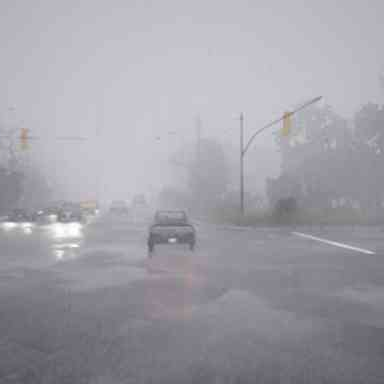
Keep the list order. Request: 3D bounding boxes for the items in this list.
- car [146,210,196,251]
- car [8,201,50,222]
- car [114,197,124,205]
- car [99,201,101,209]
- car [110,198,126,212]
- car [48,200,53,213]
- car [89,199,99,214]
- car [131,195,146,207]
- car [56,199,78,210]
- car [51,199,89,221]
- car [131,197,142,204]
[{"bbox_3d":[-0.963,1.544,14.518,2.128,1.511,4.902,0,0,-6],"label":"car"},{"bbox_3d":[-13.800,1.693,28.040,1.994,1.385,4.181,0,0,-10],"label":"car"},{"bbox_3d":[-15.065,1.884,68.641,1.882,1.535,5.008,0,-1,-12],"label":"car"},{"bbox_3d":[-14.300,1.731,48.285,1.837,1.490,4.892,0,0,-12],"label":"car"},{"bbox_3d":[-9.364,1.777,42.369,1.895,1.301,4.718,0,0,-12],"label":"car"},{"bbox_3d":[-15.466,1.670,36.787,1.837,1.490,4.892,0,0,-11],"label":"car"},{"bbox_3d":[-12.185,1.641,38.230,1.882,1.535,5.008,0,0,-11],"label":"car"},{"bbox_3d":[-9.485,1.517,59.217,2.150,2.045,5.566,0,-1,-12],"label":"car"},{"bbox_3d":[-17.599,1.718,46.974,2.128,1.511,4.902,0,0,-12],"label":"car"},{"bbox_3d":[-10.452,1.616,28.893,2.128,1.511,4.902,0,0,-14],"label":"car"},{"bbox_3d":[-11.642,1.818,69.356,2.033,1.411,5.357,0,-1,-12],"label":"car"}]
